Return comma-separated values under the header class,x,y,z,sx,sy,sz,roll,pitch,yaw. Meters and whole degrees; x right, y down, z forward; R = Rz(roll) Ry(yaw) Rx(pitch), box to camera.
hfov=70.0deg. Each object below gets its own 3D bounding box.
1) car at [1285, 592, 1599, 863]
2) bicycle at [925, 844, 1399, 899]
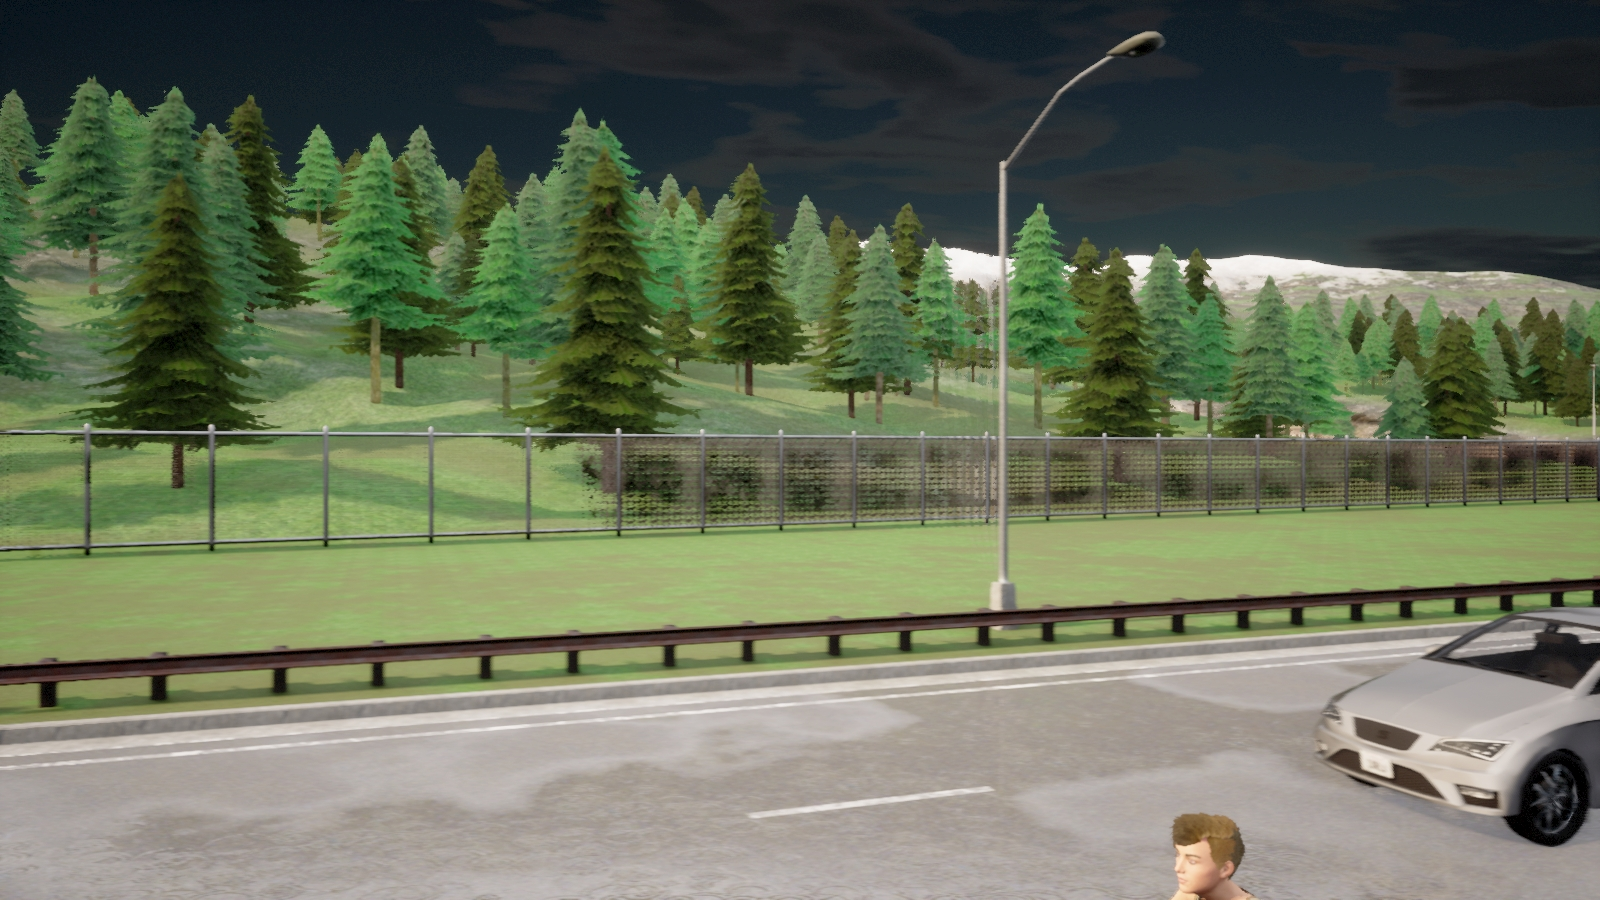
class,x,y,z,sx,sy,sz,roll,pitch,yaw
car,6.292,2.065,9.305,4.193,1.474,1.816,0,0,-20
bicycle,1.272,2.158,3.747,1.487,1.277,0.859,0,0,-20
